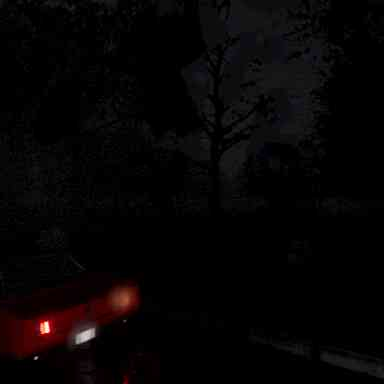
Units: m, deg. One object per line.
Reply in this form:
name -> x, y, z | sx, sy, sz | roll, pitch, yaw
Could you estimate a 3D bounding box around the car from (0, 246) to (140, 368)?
car -> -3.201, 1.611, 5.687 | 4.718, 1.301, 1.895 | 0, 0, 36
